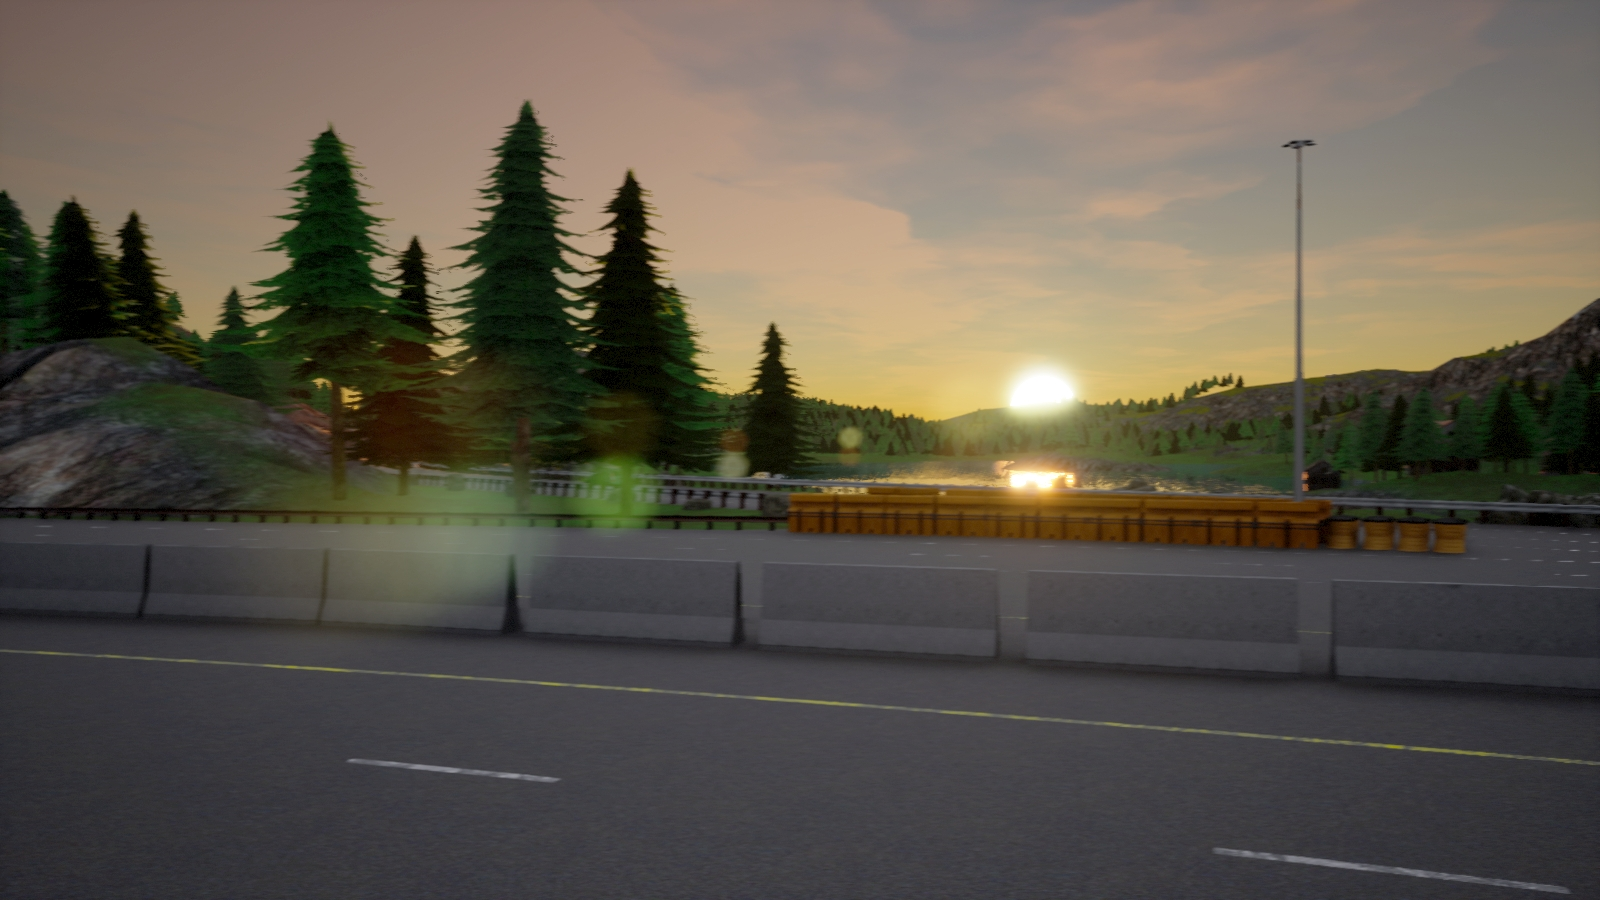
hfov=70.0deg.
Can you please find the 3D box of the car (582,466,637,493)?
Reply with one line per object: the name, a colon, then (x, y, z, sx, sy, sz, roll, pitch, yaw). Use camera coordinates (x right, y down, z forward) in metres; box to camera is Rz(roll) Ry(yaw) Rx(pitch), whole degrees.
car: (-12.138, 1.872, 72.683, 1.851, 1.617, 3.988, 0, 0, -37)
